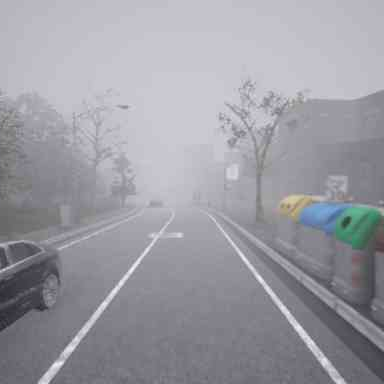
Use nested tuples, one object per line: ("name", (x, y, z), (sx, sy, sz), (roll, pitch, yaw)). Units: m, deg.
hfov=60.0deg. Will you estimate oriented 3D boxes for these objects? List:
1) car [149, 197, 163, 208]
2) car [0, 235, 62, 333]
("car", (-5.296, 1.511, 48.885), (1.882, 1.535, 5.008), (-1, 0, -8))
("car", (-3.595, 1.489, 4.963), (2.128, 1.511, 4.902), (0, 0, 0))
